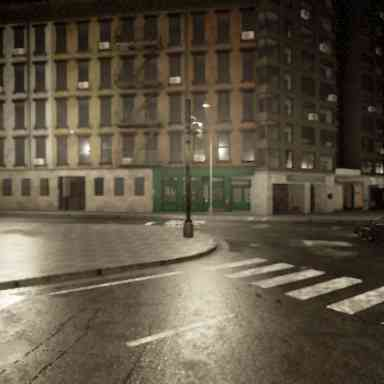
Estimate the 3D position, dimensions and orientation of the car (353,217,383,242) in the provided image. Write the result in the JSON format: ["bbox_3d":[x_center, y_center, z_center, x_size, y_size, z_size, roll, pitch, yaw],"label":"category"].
[{"bbox_3d":[8.922,1.530,13.492,2.033,1.411,5.357,-1,1,-8],"label":"car"}]
